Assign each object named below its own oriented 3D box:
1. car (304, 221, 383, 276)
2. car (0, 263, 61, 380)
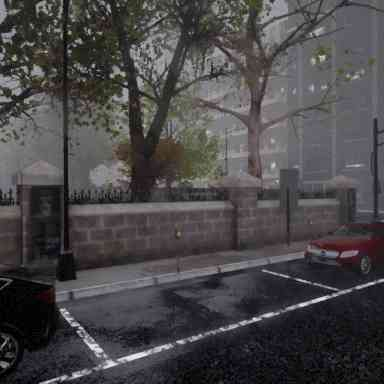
[{"bbox_3d":[5.251,1.581,10.206,4.206,1.307,1.802,0,0,-35],"label":"car"},{"bbox_3d":[-3.822,1.566,3.864,4.313,1.339,1.947,0,0,-35],"label":"car"}]
